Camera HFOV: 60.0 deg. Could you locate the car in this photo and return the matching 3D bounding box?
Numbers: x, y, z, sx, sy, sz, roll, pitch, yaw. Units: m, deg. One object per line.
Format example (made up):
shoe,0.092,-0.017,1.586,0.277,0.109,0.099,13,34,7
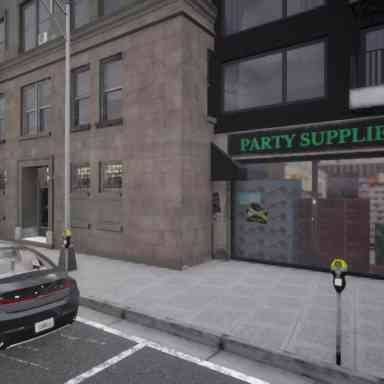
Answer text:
car,-3.762,1.551,5.726,4.403,1.369,2.008,0,0,35
